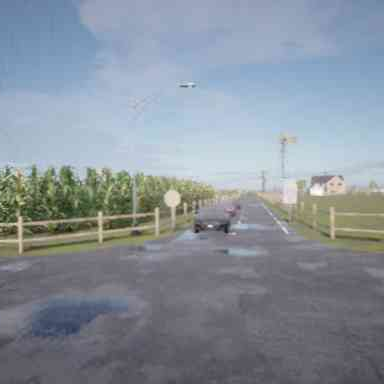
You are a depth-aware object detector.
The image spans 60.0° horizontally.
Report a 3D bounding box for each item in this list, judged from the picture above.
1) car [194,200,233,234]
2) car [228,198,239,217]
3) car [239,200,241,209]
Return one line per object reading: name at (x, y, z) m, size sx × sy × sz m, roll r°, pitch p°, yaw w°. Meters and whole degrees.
car at (1.240, 1.462, 19.427) m, size 1.882 × 1.535 × 5.008 m, roll -1°, pitch 0°, yaw 7°
car at (3.180, 1.485, 31.220) m, size 1.812 × 1.442 × 4.674 m, roll -1°, pitch 0°, yaw 10°
car at (5.329, 1.498, 43.242) m, size 1.994 × 1.385 × 4.181 m, roll -1°, pitch 0°, yaw 10°
